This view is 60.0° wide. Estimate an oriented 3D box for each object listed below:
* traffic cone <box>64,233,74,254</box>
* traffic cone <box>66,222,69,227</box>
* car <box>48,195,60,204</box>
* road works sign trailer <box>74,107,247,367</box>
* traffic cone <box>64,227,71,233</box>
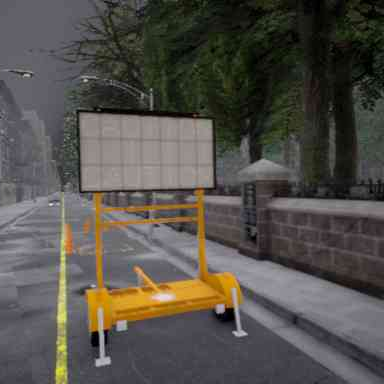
[{"bbox_3d":[-4.429,1.886,11.988,0.340,0.580,0.340,-2,1,-21],"label":"traffic cone"},{"bbox_3d":[-5.872,1.870,15.718,0.340,0.580,0.340,-2,1,-21],"label":"traffic cone"},{"bbox_3d":[-25.360,1.348,61.267,2.033,1.411,5.357,-2,1,-21],"label":"car"},{"bbox_3d":[-0.752,0.386,5.898,2.380,3.560,2.880,-2,1,-21],"label":"road works sign trailer"},{"bbox_3d":[-5.151,1.878,13.853,0.340,0.580,0.340,-2,1,-21],"label":"traffic cone"}]
